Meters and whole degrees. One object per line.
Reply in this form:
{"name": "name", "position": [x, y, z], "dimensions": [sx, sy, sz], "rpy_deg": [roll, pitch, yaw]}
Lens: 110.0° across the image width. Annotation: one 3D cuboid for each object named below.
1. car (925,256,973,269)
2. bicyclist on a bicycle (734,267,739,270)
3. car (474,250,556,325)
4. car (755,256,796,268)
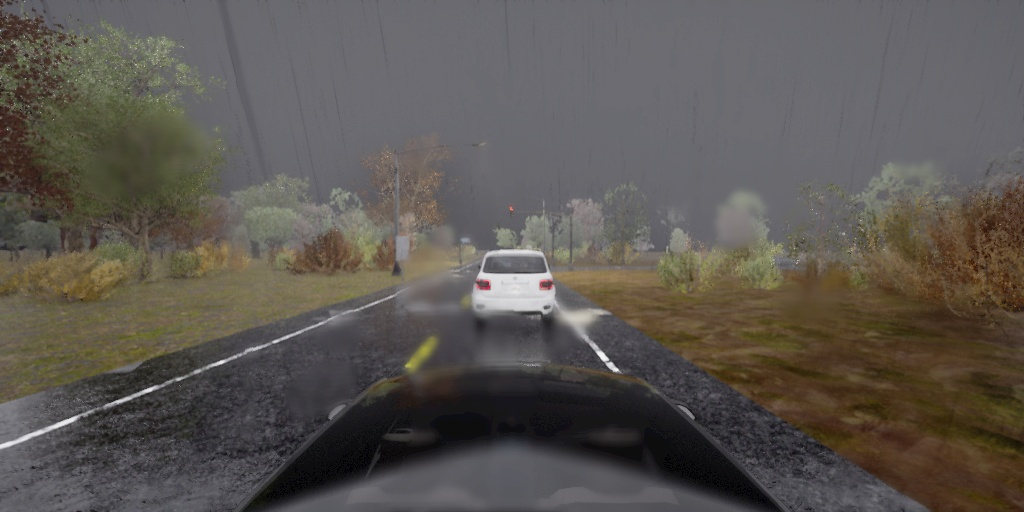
{"name": "car", "position": [48.763, 0.722, 39.923], "dimensions": [4.902, 1.511, 2.128], "rpy_deg": [0, 1, 5]}
{"name": "bicyclist on a bicycle", "position": [23.904, 0.696, 37.942], "dimensions": [0.582, 1.620, 1.656], "rpy_deg": [0, 1, 1]}
{"name": "car", "position": [0.066, 0.832, 11.386], "dimensions": [2.150, 2.045, 5.566], "rpy_deg": [0, 1, 0]}
{"name": "car", "position": [32.213, 0.721, 44.008], "dimensions": [4.181, 1.385, 1.994], "rpy_deg": [0, 1, 2]}
